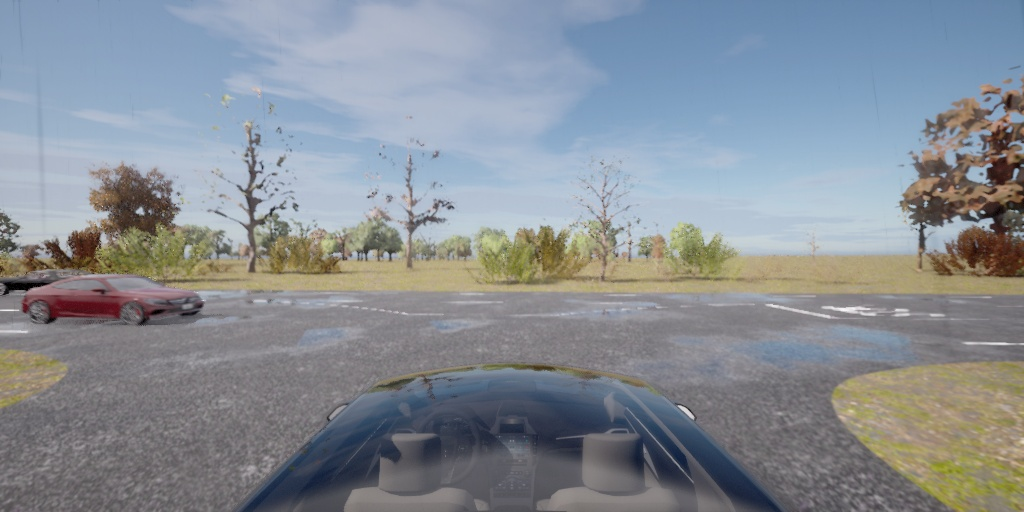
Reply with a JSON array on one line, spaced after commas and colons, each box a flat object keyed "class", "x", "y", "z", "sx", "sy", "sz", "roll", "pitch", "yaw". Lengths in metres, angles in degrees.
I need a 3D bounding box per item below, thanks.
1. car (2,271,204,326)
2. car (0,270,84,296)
[{"class": "car", "x": -12.463, "y": 1.310, "z": 11.297, "sx": 4.674, "sy": 1.442, "sz": 1.812, "roll": 0, "pitch": 0, "yaw": 2}, {"class": "car", "x": -24.057, "y": 1.375, "z": 18.769, "sx": 4.718, "sy": 1.301, "sz": 1.895, "roll": 0, "pitch": 0, "yaw": 2}]
